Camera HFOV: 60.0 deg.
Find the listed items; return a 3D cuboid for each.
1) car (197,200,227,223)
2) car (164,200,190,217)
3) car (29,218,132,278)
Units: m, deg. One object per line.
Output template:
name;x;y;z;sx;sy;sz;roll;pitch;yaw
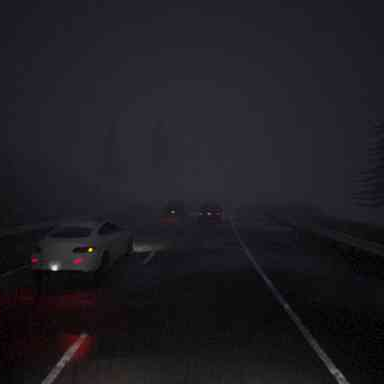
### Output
car;1.427;1.562;25.437;2.033;1.411;5.357;0;0;6
car;-1.397;1.520;31.780;1.837;1.490;4.892;0;0;7
car;-3.118;1.528;10.102;1.812;1.442;4.674;0;0;2
